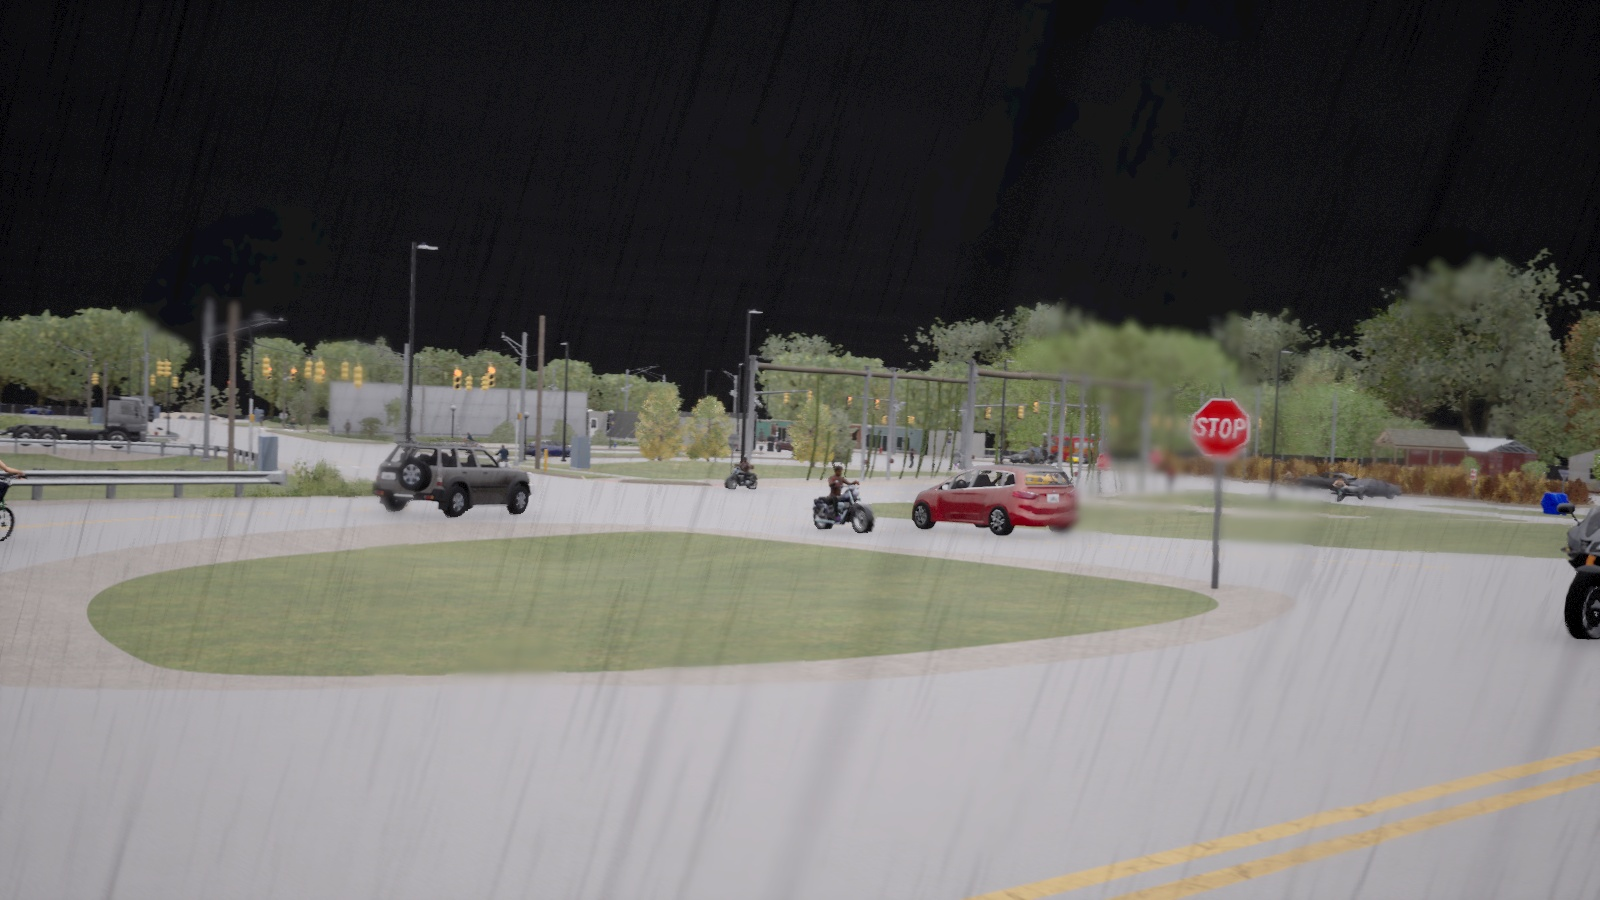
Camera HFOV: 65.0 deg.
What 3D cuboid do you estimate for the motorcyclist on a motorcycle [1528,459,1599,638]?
[{"bbox_3d":[7.783,0.849,11.472,2.191,1.530,0.866,0,0,-25],"label":"motorcyclist on a motorcycle"}]

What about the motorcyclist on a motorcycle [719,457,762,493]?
[{"bbox_3d":[-2.833,1.183,60.073,0.766,1.649,2.350,3,1,35],"label":"motorcyclist on a motorcycle"}]

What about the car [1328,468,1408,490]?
[{"bbox_3d":[38.900,1.989,86.001,5.357,1.411,2.033,1,1,-27],"label":"car"}]

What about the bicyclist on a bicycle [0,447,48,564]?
[{"bbox_3d":[-11.596,0.767,17.885,0.866,1.612,1.509,3,-1,-5],"label":"bicyclist on a bicycle"}]

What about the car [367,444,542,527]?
[{"bbox_3d":[-8.620,0.872,31.817,1.932,1.855,4.605,2,0,19],"label":"car"}]

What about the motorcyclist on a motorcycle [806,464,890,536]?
[{"bbox_3d":[1.123,1.177,30.315,0.766,1.649,2.350,-1,0,-34],"label":"motorcyclist on a motorcycle"}]

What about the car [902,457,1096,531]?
[{"bbox_3d":[4.809,1.039,31.020,2.242,1.667,4.611,0,-1,-32],"label":"car"}]

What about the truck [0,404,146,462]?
[{"bbox_3d":[-46.295,-1.066,80.013,7.936,3.462,2.891,1,1,-31],"label":"truck"}]
